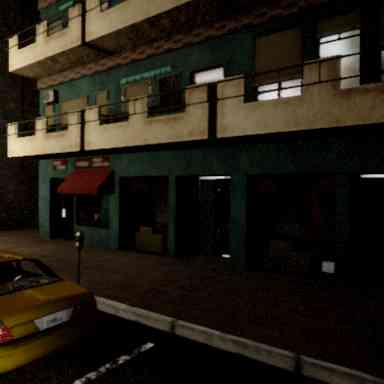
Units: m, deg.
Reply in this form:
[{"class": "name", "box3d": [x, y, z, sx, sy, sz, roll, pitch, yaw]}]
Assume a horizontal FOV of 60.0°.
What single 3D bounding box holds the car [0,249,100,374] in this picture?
[{"class": "car", "box3d": [-3.553, 1.514, 5.399, 4.829, 1.417, 1.752, 0, 1, 36]}]
